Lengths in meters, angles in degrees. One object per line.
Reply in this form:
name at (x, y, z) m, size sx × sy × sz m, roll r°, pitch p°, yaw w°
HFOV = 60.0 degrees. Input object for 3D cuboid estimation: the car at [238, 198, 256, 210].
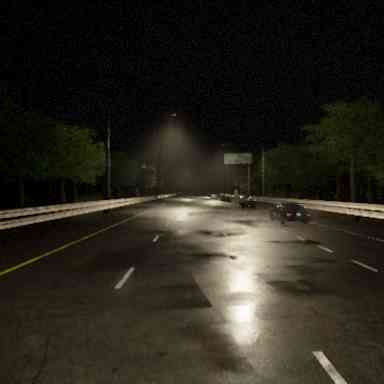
car at (7.110, 1.492, 43.418) m, size 2.128 × 1.511 × 4.902 m, roll 0°, pitch 0°, yaw 0°

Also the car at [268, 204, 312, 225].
car at (7.038, 1.549, 24.391) m, size 2.033 × 1.411 × 5.357 m, roll 0°, pitch 0°, yaw 0°

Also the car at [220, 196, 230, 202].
car at (7.301, 1.529, 72.991) m, size 1.994 × 1.385 × 4.181 m, roll 0°, pitch 0°, yaw 0°
